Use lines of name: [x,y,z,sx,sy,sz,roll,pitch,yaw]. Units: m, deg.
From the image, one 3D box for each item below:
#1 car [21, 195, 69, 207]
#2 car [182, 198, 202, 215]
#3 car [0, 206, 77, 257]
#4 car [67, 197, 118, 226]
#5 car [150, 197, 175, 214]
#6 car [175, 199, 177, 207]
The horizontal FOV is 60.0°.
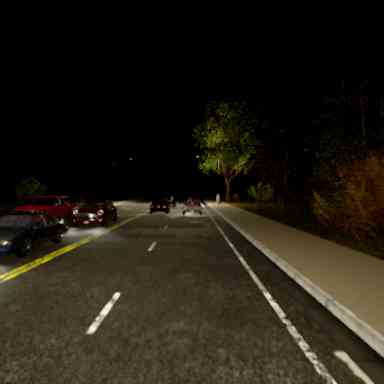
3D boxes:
car: [-9.733,1.219,22.130,2.150,2.045,5.566,0,0,0]
car: [0.030,1.518,32.936,1.895,1.301,4.718,0,0,0]
car: [-6.574,1.514,13.049,2.033,1.411,5.357,0,0,0]
car: [-6.563,1.294,22.938,2.097,1.767,4.553,0,0,0]
car: [-3.202,1.459,34.344,2.033,1.411,5.357,0,0,0]
car: [-3.178,1.367,45.933,2.128,1.511,4.902,0,0,1]
